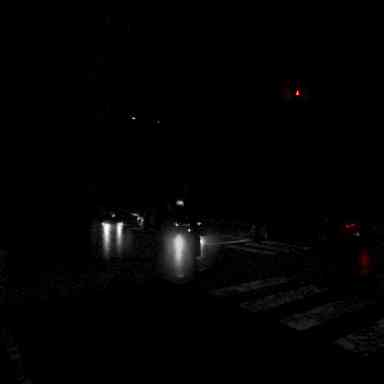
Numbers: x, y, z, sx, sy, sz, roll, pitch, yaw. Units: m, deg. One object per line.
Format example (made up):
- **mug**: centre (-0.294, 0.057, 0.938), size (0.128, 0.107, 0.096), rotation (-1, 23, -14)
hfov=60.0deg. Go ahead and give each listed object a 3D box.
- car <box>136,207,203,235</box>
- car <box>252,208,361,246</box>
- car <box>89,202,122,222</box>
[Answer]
- **car**: centre (-1.519, 1.615, 19.577), size (2.033, 1.411, 5.357), rotation (0, 0, -32)
- **car**: centre (5.120, 1.538, 15.474), size (4.892, 1.490, 1.837), rotation (-1, 3, 41)
- **car**: centre (-7.550, 1.604, 27.960), size (2.128, 1.511, 4.902), rotation (0, 0, -35)
